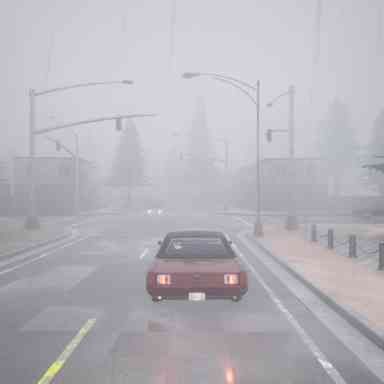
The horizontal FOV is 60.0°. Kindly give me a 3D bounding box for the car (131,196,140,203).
[{"bbox_3d":[-11.459,1.443,66.166,1.882,1.535,5.008,0,0,-26],"label":"car"}]

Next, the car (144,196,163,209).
[{"bbox_3d":[-4.823,1.529,43.443,1.994,1.385,4.181,0,0,-6],"label":"car"}]

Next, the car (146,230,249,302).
[{"bbox_3d":[0.074,1.601,8.227,1.895,1.301,4.718,0,0,-1],"label":"car"}]

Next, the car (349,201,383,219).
[{"bbox_3d":[15.771,1.476,27.886,4.902,1.511,2.128,0,0,2],"label":"car"}]

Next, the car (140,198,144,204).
[{"bbox_3d":[-6.701,1.470,53.679,1.837,1.490,4.892,0,0,-16],"label":"car"}]
